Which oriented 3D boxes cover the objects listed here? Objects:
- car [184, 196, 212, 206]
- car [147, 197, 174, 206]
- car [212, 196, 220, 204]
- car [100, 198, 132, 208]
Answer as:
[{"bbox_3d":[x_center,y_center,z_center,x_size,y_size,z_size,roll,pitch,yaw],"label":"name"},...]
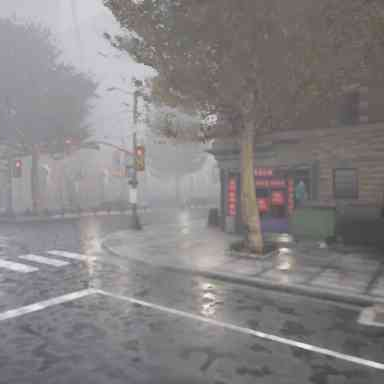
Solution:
[{"bbox_3d":[0.738,1.477,53.218,1.837,1.490,4.892,0,0,36],"label":"car"},{"bbox_3d":[-4.870,1.461,51.424,2.128,1.511,4.902,0,0,36],"label":"car"},{"bbox_3d":[5.317,1.498,65.440,1.812,1.442,4.674,0,0,36],"label":"car"},{"bbox_3d":[-10.958,1.563,48.360,1.895,1.301,4.718,0,0,36],"label":"car"}]
